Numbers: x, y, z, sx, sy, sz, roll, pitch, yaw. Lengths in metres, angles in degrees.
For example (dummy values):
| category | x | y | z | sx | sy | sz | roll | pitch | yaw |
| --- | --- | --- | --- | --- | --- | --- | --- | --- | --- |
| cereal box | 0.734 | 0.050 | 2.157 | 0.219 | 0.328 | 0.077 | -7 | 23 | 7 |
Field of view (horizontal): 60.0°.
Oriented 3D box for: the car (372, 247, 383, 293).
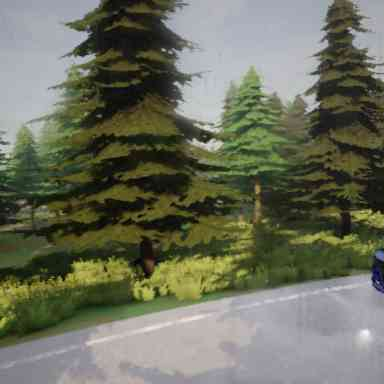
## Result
| category | x | y | z | sx | sy | sz | roll | pitch | yaw |
| --- | --- | --- | --- | --- | --- | --- | --- | --- | --- |
| car | 5.803 | 1.316 | 6.789 | 5.008 | 1.535 | 1.882 | 0 | 2 | -29 |
